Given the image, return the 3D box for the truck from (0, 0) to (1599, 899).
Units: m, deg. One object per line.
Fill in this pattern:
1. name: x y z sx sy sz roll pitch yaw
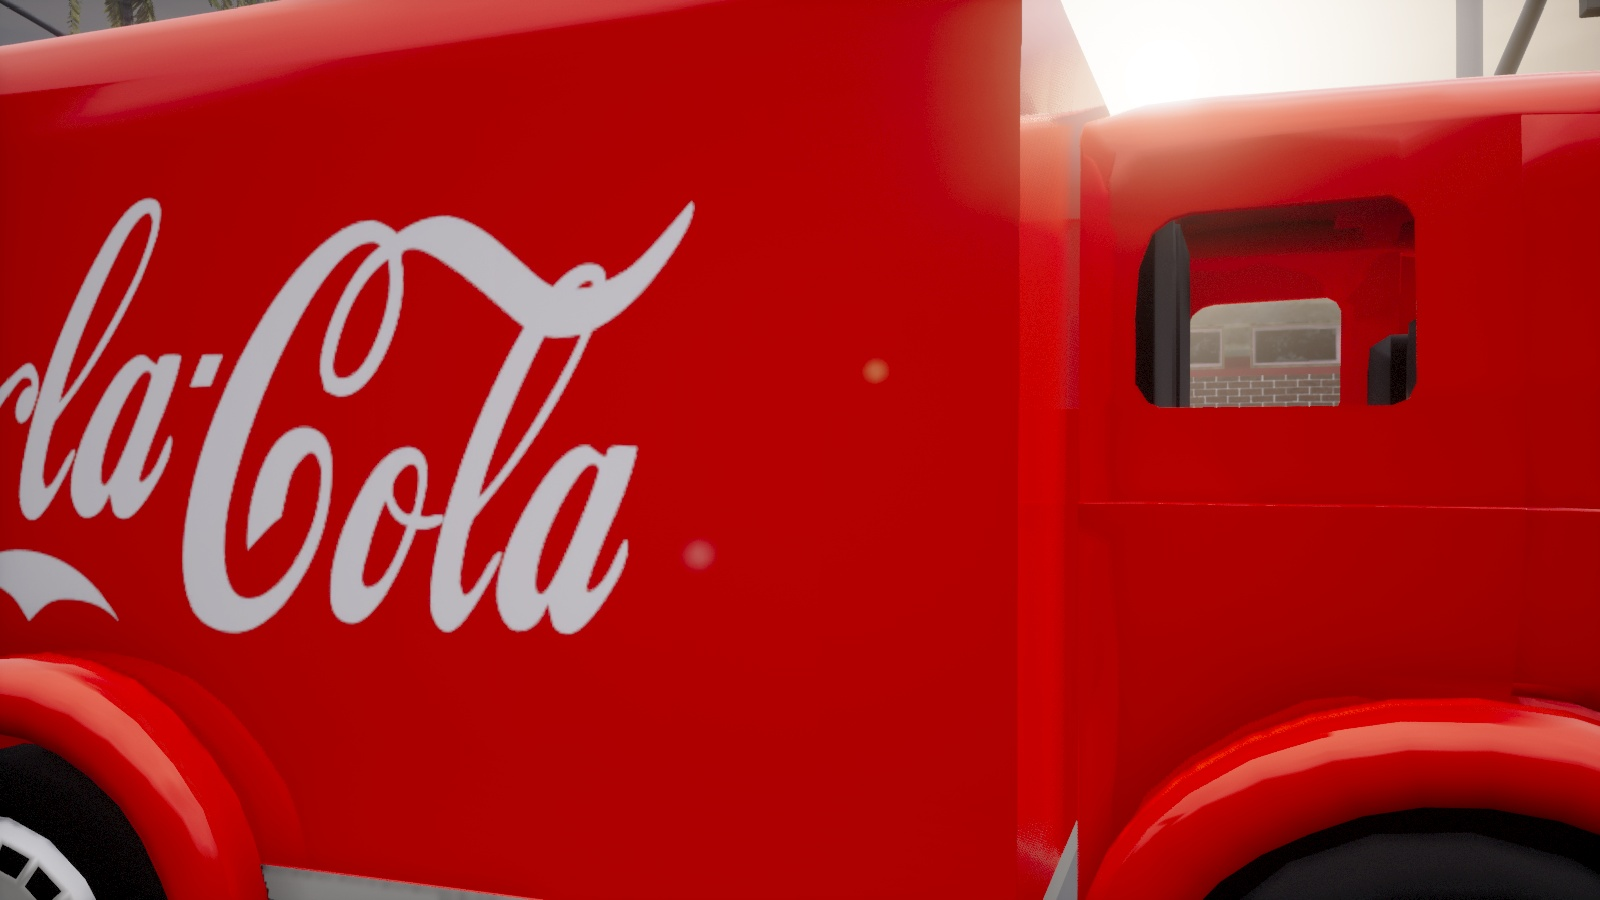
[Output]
1. truck: -0.068 0.283 3.233 5.204 2.467 2.627 1 1 20
